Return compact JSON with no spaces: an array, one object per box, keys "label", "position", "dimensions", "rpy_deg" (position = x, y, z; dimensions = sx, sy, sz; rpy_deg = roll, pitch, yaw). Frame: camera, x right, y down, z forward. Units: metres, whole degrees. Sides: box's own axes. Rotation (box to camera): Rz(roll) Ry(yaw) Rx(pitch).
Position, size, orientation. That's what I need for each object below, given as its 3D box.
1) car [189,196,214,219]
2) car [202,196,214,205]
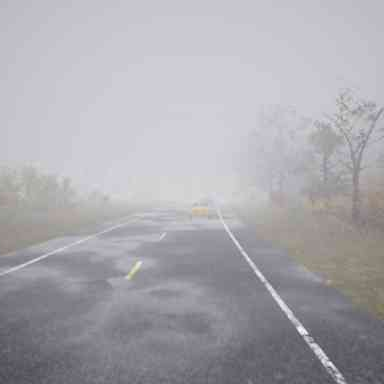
[{"label":"car","position":[0.764,1.440,28.775],"dimensions":[1.801,1.575,5.366],"rpy_deg":[0,0,3]},{"label":"car","position":[2.837,1.485,58.157],"dimensions":[1.882,1.535,5.008],"rpy_deg":[0,0,5]}]
